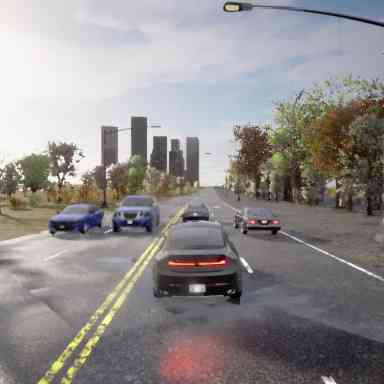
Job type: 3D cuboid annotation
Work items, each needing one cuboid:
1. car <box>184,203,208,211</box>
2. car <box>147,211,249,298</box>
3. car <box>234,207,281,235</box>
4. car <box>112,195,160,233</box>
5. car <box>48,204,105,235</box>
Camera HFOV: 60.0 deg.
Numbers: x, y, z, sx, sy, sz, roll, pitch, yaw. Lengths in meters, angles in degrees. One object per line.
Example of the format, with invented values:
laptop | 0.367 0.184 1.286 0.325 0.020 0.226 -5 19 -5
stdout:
car | 0.298 1.527 25.692 1.994 1.385 4.181 -1 1 2
car | 0.120 1.490 8.503 1.837 1.490 4.892 -1 1 1
car | 3.506 1.523 18.731 2.033 1.411 5.357 0 0 0
car | -3.209 1.208 20.116 2.150 2.045 5.566 0 0 1
car | -6.474 1.467 19.141 1.882 1.535 5.008 0 0 1
